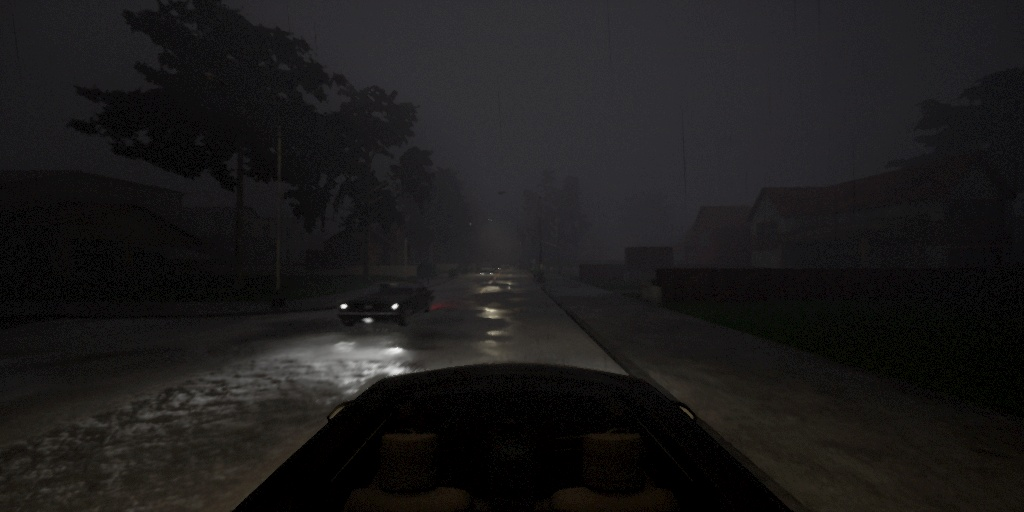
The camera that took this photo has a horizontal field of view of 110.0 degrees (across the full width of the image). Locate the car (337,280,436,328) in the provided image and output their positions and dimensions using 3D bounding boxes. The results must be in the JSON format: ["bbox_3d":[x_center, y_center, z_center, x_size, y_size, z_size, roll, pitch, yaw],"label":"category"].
[{"bbox_3d":[-3.999,1.515,12.198,1.895,1.301,4.718,0,-1,0],"label":"car"}]

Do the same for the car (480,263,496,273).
[{"bbox_3d":[-3.996,2.071,57.573,1.812,1.442,4.674,0,0,0],"label":"car"}]
